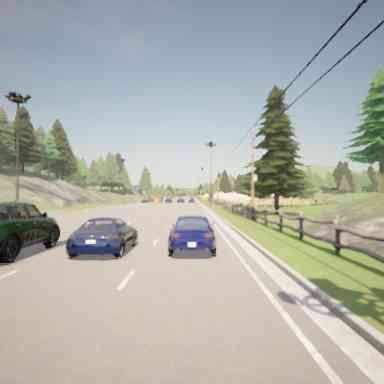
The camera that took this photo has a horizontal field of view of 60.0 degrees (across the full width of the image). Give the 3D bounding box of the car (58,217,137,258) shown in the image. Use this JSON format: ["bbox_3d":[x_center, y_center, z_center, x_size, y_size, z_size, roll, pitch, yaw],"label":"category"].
[{"bbox_3d":[-3.488,1.714,13.510,1.994,1.385,4.181,0,-1,1],"label":"car"}]

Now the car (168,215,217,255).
[{"bbox_3d":[0.017,1.679,13.874,1.812,1.442,4.674,0,0,0],"label":"car"}]

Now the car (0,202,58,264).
[{"bbox_3d":[-6.996,1.364,12.541,2.150,2.045,5.566,0,0,0],"label":"car"}]
